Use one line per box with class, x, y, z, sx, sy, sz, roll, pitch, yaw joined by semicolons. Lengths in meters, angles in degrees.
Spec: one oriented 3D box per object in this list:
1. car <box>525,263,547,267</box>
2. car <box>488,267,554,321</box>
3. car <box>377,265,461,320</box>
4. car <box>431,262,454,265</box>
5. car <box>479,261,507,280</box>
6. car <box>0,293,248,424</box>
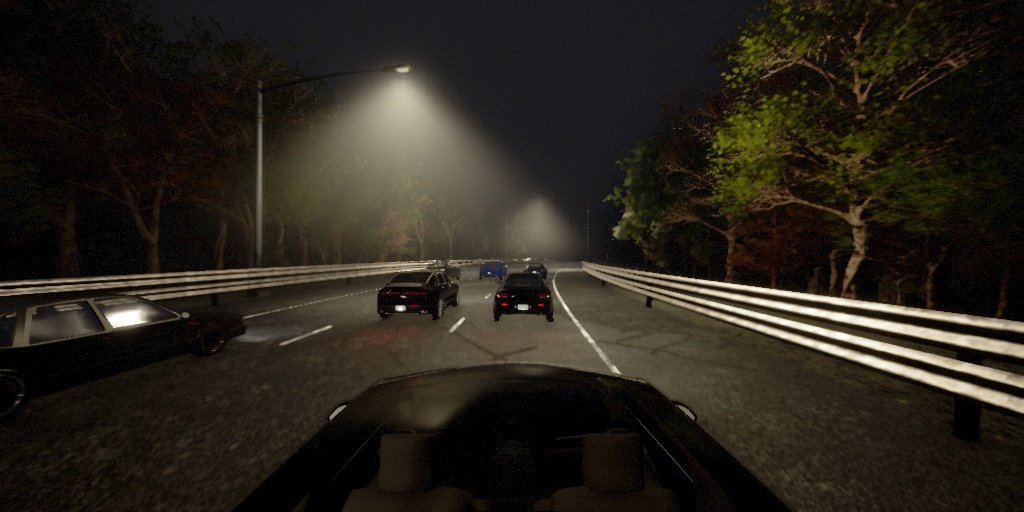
car;2.112;1.302;31.775;1.994;1.385;4.181;0;0;7
car;0.405;1.271;12.337;1.812;1.442;4.674;0;0;2
car;-3.066;1.239;12.618;1.837;1.490;4.892;0;0;3
car;-5.369;1.198;28.152;2.128;1.511;4.902;0;0;6
car;-1.526;1.199;30.918;1.882;1.535;5.008;0;0;7
car;-6.831;1.280;5.472;2.033;1.411;5.357;0;0;1
